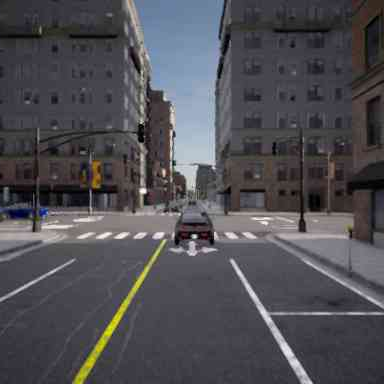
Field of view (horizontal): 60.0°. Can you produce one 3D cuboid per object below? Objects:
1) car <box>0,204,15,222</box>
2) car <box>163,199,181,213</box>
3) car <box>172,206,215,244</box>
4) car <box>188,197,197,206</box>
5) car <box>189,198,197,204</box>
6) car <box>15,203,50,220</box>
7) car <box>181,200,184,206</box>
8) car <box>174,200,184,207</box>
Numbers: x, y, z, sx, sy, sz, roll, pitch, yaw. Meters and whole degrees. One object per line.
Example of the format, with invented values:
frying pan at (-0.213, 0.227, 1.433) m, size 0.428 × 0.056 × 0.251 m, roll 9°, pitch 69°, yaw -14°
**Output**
car at (-17.344, 1.815, 27.298) m, size 4.181 × 1.385 × 1.994 m, roll 0°, pitch -1°, yaw 0°
car at (-2.824, 2.039, 45.744) m, size 1.837 × 1.490 × 4.892 m, roll 0°, pitch -1°, yaw 0°
car at (0.111, 1.691, 16.750) m, size 1.837 × 1.490 × 4.892 m, roll 0°, pitch -1°, yaw 0°
car at (0.109, 2.442, 77.177) m, size 1.837 × 1.490 × 4.892 m, roll 0°, pitch -1°, yaw 1°
car at (0.244, 2.470, 87.577) m, size 2.128 × 1.511 × 4.902 m, roll 0°, pitch -1°, yaw 2°
car at (-15.845, 1.769, 30.822) m, size 5.008 × 1.535 × 1.882 m, roll 0°, pitch -1°, yaw 0°
car at (-2.725, 2.274, 59.352) m, size 1.994 × 1.385 × 4.181 m, roll 0°, pitch -1°, yaw 0°
car at (-2.671, 2.348, 69.780) m, size 1.837 × 1.490 × 4.892 m, roll 0°, pitch -1°, yaw 0°
